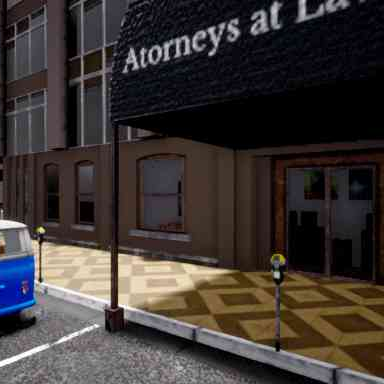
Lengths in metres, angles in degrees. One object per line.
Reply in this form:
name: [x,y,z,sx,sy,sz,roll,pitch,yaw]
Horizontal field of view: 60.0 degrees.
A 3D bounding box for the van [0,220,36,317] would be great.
van: [-4.573,1.341,6.122,3.998,1.788,1.690,0,0,35]
